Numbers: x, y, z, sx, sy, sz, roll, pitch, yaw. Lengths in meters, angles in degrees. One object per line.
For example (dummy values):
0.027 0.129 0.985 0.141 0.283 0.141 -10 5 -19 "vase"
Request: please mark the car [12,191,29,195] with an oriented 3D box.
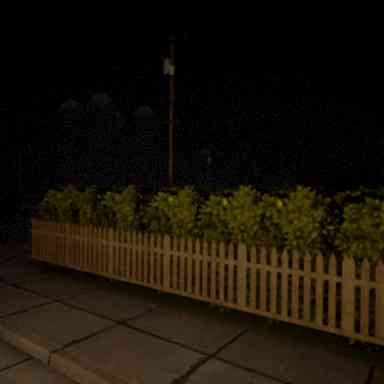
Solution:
-27.429 0.625 53.000 4.193 1.474 1.816 1 1 35 "car"
